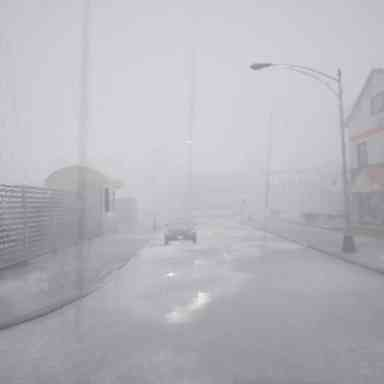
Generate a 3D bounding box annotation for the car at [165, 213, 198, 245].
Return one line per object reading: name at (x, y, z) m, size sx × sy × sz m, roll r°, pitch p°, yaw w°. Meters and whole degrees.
car at (-0.621, 2.290, 20.463) m, size 1.812 × 1.442 × 4.674 m, roll -2°, pitch -2°, yaw 0°
